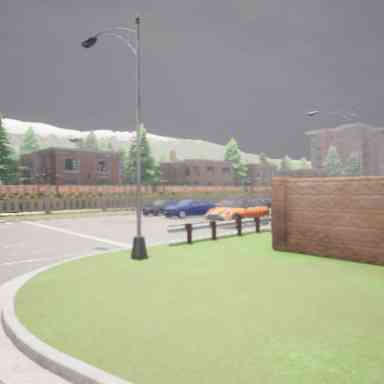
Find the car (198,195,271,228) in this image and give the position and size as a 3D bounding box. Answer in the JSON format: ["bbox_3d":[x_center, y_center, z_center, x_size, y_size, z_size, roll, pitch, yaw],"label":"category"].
[{"bbox_3d":[2.870,1.207,20.887,4.553,1.767,2.097,-1,0,-43],"label":"car"}]

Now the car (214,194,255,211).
[{"bbox_3d":[4.841,1.098,37.176,4.553,1.767,2.097,-1,0,-43],"label":"car"}]

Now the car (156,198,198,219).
[{"bbox_3d":[-0.209,1.314,27.607,5.008,1.535,1.882,-1,0,-43],"label":"car"}]

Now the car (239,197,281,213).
[{"bbox_3d":[7.094,1.272,34.487,4.674,1.442,1.812,-1,0,-43],"label":"car"}]

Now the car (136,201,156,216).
[{"bbox_3d":[-2.436,1.383,30.317,5.357,1.411,2.033,-1,0,-43],"label":"car"}]
